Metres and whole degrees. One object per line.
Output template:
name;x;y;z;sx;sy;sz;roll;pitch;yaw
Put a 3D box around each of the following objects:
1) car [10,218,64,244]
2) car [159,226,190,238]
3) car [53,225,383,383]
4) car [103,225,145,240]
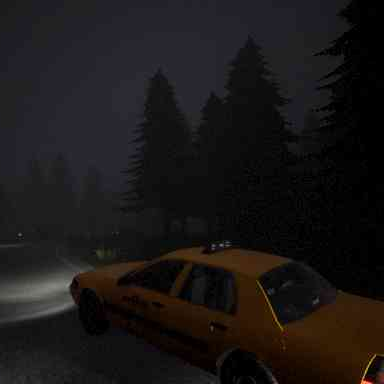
car;-12.760;3.220;28.053;2.150;2.045;5.566;-4;-7;7
car;-2.325;5.543;46.250;1.882;1.535;5.008;-5;-8;30
car;0.153;1.440;4.725;5.366;1.575;1.801;0;1;43
car;-7.439;4.510;36.939;2.033;1.411;5.357;-4;-8;20
